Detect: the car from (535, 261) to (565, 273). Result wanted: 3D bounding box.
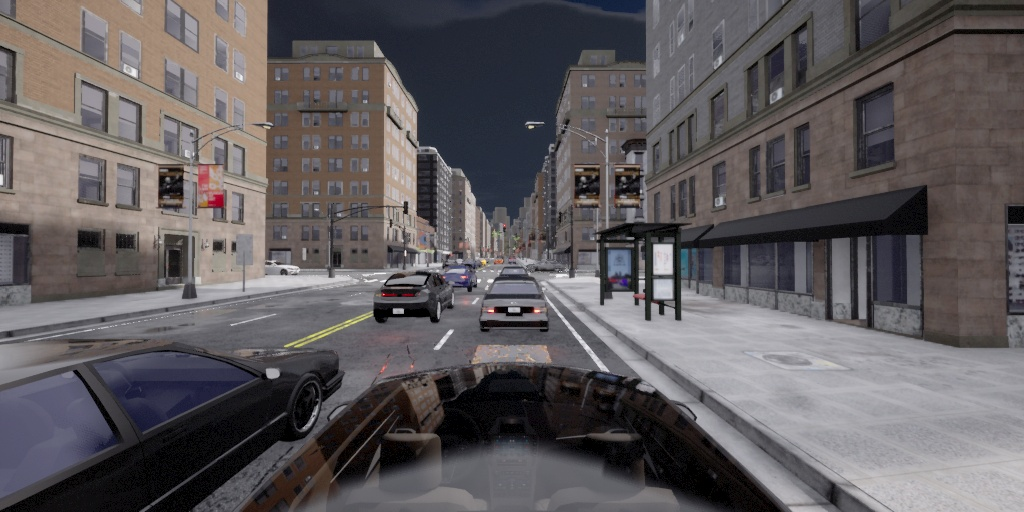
[{"bbox_3d":[4.024,1.345,43.911,4.902,1.511,2.128,0,-1,0],"label":"car"}]

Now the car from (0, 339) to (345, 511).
[{"bbox_3d":[-3.149,1.298,2.307,2.033,1.411,5.357,0,0,0],"label":"car"}]

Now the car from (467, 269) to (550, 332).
[{"bbox_3d":[0.087,1.300,10.840,2.033,1.411,5.357,0,0,1],"label":"car"}]

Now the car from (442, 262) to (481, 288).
[{"bbox_3d":[-3.139,1.284,21.220,1.812,1.442,4.674,0,0,0],"label":"car"}]

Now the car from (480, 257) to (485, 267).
[{"bbox_3d":[-6.514,1.265,64.381,2.128,1.511,4.902,0,0,1],"label":"car"}]

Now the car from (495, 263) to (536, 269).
[{"bbox_3d":[0.104,1.305,20.897,2.033,1.411,5.357,0,0,0],"label":"car"}]

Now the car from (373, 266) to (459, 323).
[{"bbox_3d":[-3.131,1.258,12.181,1.837,1.490,4.892,0,0,-1],"label":"car"}]

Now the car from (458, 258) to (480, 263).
[{"bbox_3d":[-6.553,1.124,55.241,2.097,1.767,4.553,0,0,0],"label":"car"}]

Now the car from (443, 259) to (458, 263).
[{"bbox_3d":[-9.766,1.277,56.933,1.837,1.490,4.892,0,0,3],"label":"car"}]

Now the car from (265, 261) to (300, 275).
[{"bbox_3d":[-22.600,1.158,33.889,4.674,1.442,1.812,0,-1,-1],"label":"car"}]
